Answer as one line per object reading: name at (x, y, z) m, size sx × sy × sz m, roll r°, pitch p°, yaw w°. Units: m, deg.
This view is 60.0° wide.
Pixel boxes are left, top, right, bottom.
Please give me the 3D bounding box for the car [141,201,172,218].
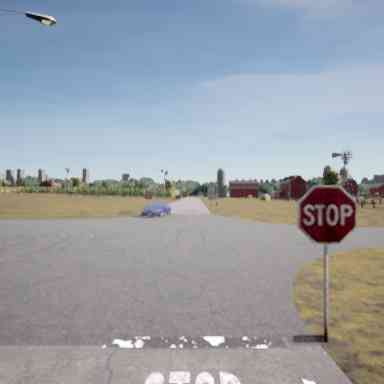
car at (-3.134, 1.594, 31.040) m, size 1.812 × 1.442 × 4.674 m, roll 1°, pitch 0°, yaw 13°
